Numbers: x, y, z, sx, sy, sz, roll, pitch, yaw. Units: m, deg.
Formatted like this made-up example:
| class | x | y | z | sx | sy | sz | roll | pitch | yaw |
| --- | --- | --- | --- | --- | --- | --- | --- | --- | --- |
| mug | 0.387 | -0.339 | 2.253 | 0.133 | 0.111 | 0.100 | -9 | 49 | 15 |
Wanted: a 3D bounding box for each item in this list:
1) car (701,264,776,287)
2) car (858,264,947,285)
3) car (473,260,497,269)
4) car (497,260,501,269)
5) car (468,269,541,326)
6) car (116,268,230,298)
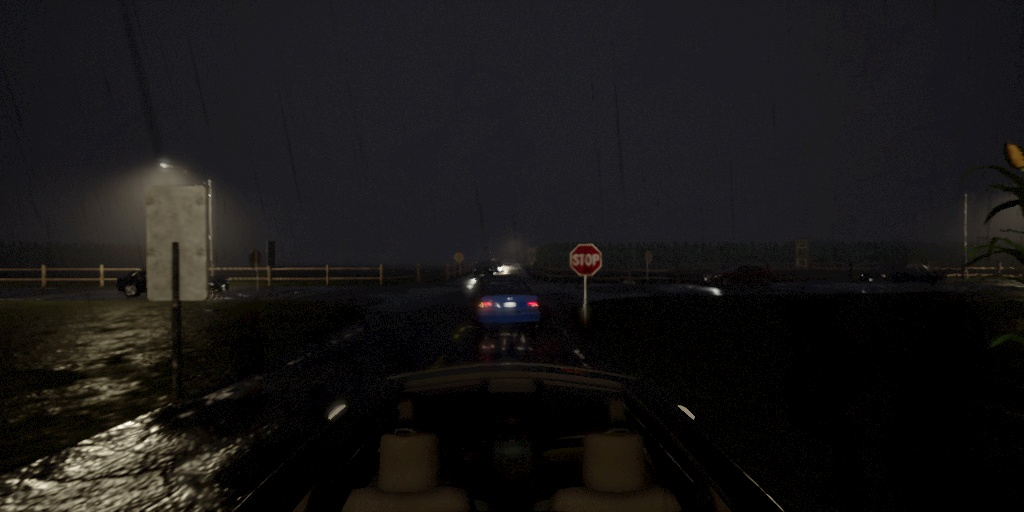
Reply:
| class | x | y | z | sx | sy | sz | roll | pitch | yaw |
| --- | --- | --- | --- | --- | --- | --- | --- | --- | --- |
| car | 15.139 | 1.272 | 24.002 | 4.674 | 1.442 | 1.812 | 0 | 0 | -7 |
| car | 27.880 | 1.281 | 25.581 | 5.357 | 1.411 | 2.033 | 0 | 1 | -8 |
| car | -2.823 | 1.272 | 36.222 | 1.882 | 1.535 | 5.008 | 0 | 0 | -1 |
| car | -2.862 | 1.368 | 47.361 | 1.994 | 1.385 | 4.181 | 0 | 0 | 0 |
| car | -0.404 | 1.313 | 11.763 | 2.033 | 1.411 | 5.357 | 0 | 0 | -8 |
| car | -17.550 | 1.318 | 18.711 | 4.892 | 1.490 | 1.837 | 1 | 0 | -2 |
